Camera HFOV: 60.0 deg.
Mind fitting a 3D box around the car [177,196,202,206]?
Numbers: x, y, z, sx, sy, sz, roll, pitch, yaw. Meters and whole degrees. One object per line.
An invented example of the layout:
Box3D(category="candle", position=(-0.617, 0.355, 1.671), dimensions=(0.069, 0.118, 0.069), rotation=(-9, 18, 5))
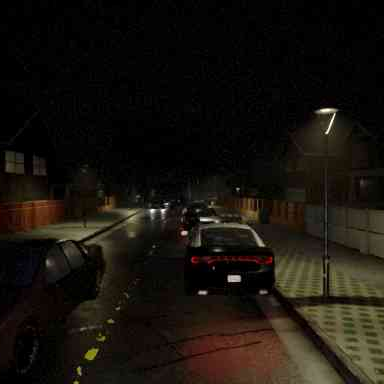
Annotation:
Box3D(category="car", position=(0.177, 1.380, 24.762), dimensions=(2.097, 1.767, 4.553), rotation=(0, 0, -3))

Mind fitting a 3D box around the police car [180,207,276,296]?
Box3D(category="police car", position=(0.745, 1.427, 8.835), dimensions=(1.930, 1.638, 5.238), rotation=(0, 0, -1))

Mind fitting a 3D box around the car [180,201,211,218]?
Box3D(category="car", position=(0.454, 1.493, 18.769), dimensions=(1.882, 1.535, 5.008), rotation=(0, 0, -2))

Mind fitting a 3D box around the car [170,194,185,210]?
Box3D(category="car", position=(-1.833, 1.311, 45.804), dimensions=(2.150, 2.045, 5.566), rotation=(0, 0, -3))

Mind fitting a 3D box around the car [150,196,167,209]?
Box3D(category="car", position=(-4.809, 1.622, 46.893), dimensions=(1.812, 1.442, 4.674), rotation=(0, 0, -3))

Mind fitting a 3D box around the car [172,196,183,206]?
Box3D(category="car", position=(-2.670, 1.602, 60.100), dimensions=(1.882, 1.535, 5.008), rotation=(0, 0, -3))

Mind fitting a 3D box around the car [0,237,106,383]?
Box3D(category="car", position=(-2.902, 1.548, 5.666), dimensions=(2.033, 1.411, 5.357), rotation=(0, 0, -1))
